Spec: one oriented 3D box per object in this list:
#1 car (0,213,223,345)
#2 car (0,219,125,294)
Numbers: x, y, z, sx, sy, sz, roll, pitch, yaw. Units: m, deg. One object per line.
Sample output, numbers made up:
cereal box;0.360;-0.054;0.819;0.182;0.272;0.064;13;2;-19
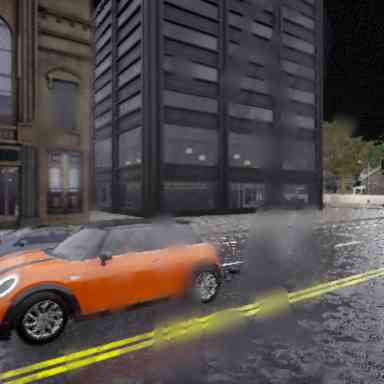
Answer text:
car;-1.632;1.355;6.524;4.553;1.767;2.097;0;0;-36
car;-4.113;1.568;8.746;4.181;1.385;1.994;0;0;-36
